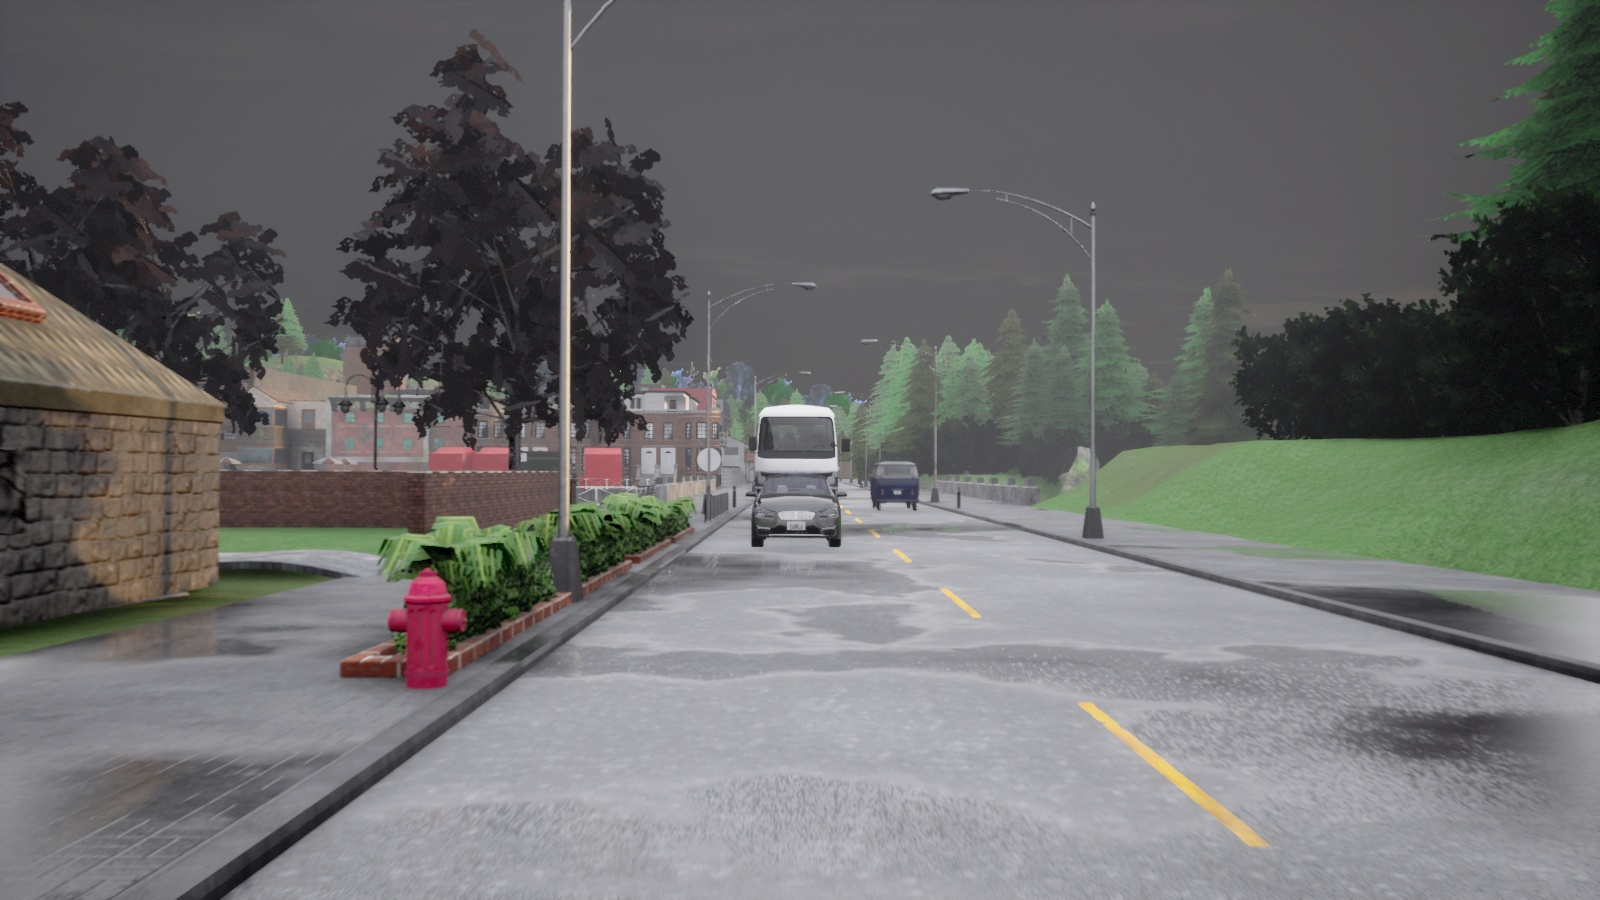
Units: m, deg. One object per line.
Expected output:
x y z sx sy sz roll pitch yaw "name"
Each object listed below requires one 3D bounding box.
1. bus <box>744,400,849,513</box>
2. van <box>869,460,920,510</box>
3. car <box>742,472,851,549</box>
-0.142 0.322 52.755 3.944 4.253 10.273 0 -1 0 "bus"
3.864 1.424 52.116 1.775 1.987 4.442 0 -1 0 "van"
-0.070 1.223 26.972 2.128 1.511 4.902 0 -1 0 "car"
